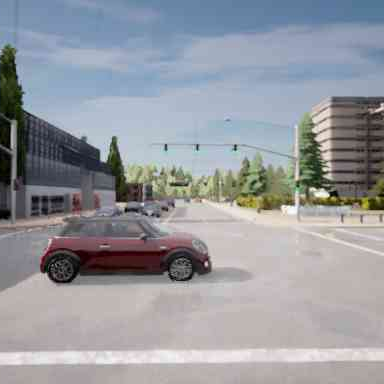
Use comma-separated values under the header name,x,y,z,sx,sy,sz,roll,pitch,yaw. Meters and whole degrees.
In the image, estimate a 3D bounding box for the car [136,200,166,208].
name,x,y,z,sx,sy,sz,roll,pitch,yaw
car,-4.216,1.943,35.324,2.128,1.511,4.902,0,-1,-1

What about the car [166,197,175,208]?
name,x,y,z,sx,sy,sz,roll,pitch,yaw
car,-4.486,2.061,65.676,2.150,2.045,5.566,0,-1,0

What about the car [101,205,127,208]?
name,x,y,z,sx,sy,sz,roll,pitch,yaw
car,-7.689,1.923,30.973,1.812,1.442,4.674,0,-1,0

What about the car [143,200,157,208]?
name,x,y,z,sx,sy,sz,roll,pitch,yaw
car,-7.981,2.363,63.970,2.033,1.411,5.357,0,-1,0

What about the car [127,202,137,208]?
name,x,y,z,sx,sy,sz,roll,pitch,yaw
car,-7.824,2.045,44.380,1.882,1.535,5.008,0,-1,-1

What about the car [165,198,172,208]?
name,x,y,z,sx,sy,sz,roll,pitch,yaw
car,-4.367,2.095,48.441,1.882,1.535,5.008,0,-1,-1

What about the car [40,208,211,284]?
name,x,y,z,sx,sy,sz,roll,pitch,yaw
car,-1.740,1.474,9.528,4.553,1.767,2.097,0,-1,-4
